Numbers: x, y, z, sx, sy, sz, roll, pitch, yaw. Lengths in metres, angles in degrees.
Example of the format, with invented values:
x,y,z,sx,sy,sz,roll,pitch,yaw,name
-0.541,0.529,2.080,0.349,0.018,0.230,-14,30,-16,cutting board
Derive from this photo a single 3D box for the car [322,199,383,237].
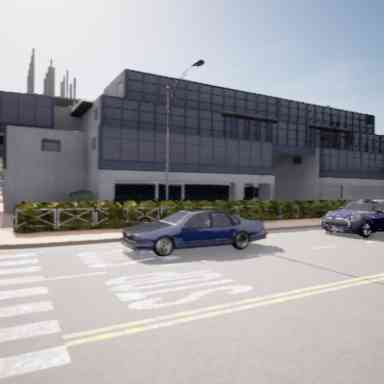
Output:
x,y,z,sx,sy,sz,roll,pitch,yaw,name
8.698,1.173,16.722,4.553,1.767,2.097,0,1,-29,car

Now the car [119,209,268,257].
x,y,z,sx,sy,sz,roll,pitch,yaw,name
0.203,1.345,12.050,5.357,1.411,2.033,0,1,-27,car
